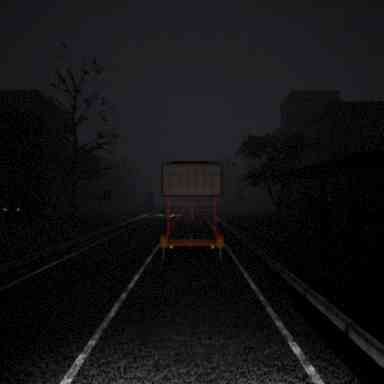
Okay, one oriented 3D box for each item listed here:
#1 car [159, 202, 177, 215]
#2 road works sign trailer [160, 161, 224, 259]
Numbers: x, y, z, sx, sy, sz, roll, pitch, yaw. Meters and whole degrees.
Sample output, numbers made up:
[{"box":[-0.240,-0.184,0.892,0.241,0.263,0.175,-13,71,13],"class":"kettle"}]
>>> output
[{"box":[-3.085,2.128,43.422,1.837,1.490,4.892,0,0,0],"class":"car"},{"box":[0.001,0.587,13.071,2.380,3.560,2.880,0,-1,0],"class":"road works sign trailer"}]
